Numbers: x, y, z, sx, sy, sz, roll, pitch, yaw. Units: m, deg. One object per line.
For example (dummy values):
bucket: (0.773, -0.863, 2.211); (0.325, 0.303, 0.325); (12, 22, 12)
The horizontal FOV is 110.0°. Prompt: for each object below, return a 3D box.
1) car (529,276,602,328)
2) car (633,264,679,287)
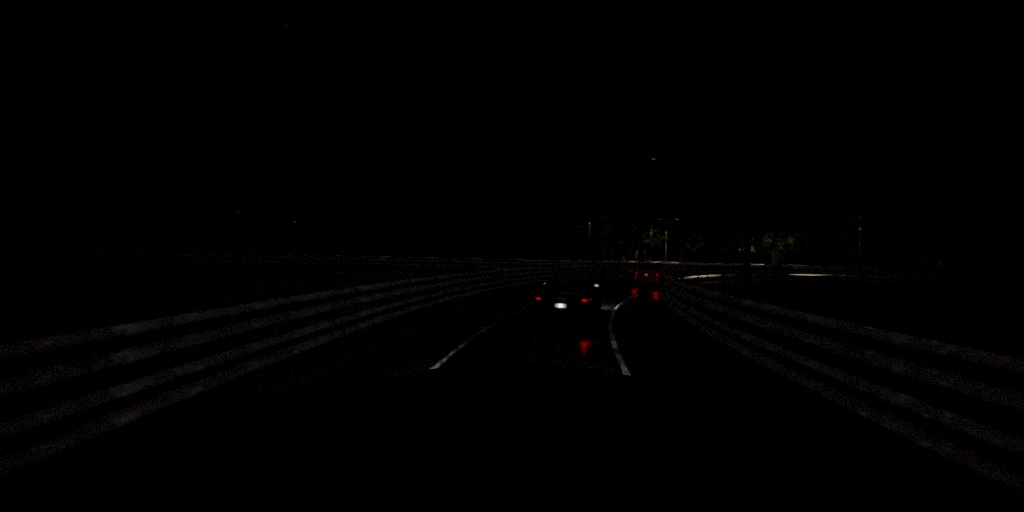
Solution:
car: (1.888, 1.363, 11.852); (1.994, 1.385, 4.181); (1, 0, 16)
car: (11.244, 1.409, 27.732); (2.097, 1.767, 4.553); (1, 0, 43)
